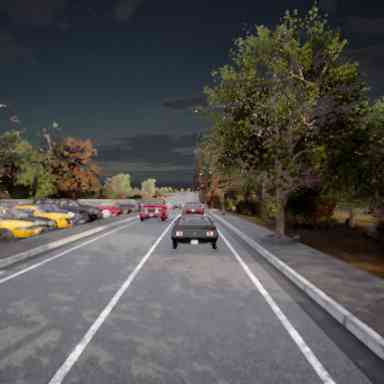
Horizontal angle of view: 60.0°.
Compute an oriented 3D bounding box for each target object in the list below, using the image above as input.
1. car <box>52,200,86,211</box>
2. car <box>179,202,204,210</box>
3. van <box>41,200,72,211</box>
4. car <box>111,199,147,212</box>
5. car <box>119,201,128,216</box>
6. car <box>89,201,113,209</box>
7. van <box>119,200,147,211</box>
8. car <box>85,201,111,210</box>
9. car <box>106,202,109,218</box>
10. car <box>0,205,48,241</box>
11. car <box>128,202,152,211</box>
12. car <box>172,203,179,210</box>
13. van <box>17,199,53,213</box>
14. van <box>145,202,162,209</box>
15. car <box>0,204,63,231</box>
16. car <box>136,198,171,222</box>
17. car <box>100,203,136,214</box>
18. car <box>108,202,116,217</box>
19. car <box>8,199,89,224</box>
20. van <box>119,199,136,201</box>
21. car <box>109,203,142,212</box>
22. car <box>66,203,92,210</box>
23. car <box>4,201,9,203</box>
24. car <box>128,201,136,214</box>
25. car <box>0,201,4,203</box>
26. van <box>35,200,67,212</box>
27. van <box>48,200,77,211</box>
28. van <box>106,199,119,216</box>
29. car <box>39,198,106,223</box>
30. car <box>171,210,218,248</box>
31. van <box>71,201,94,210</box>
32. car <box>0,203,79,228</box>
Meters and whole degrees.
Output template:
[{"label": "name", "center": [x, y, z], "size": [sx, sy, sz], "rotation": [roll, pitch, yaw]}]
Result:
[{"label": "car", "center": [-23.346, 2.559, 63.166], "size": [5.566, 2.045, 2.435], "rotation": [0, -2, 0]}, {"label": "car", "center": [0.108, 1.794, 32.922], "size": [2.097, 1.767, 4.553], "rotation": [0, -1, 0]}, {"label": "van", "center": [-23.495, 2.367, 57.754], "size": [4.442, 1.987, 1.878], "rotation": [0, -2, 0]}, {"label": "car", "center": [-10.329, 2.223, 54.826], "size": [5.566, 2.045, 2.435], "rotation": [0, -2, 0]}, {"label": "car", "center": [-10.319, 2.057, 38.184], "size": [5.008, 1.535, 2.097], "rotation": [0, -1, 0]}, {"label": "car", "center": [-23.329, 3.456, 85.435], "size": [5.566, 2.045, 2.435], "rotation": [0, -2, 0]}, {"label": "van", "center": [-10.182, 2.360, 57.599], "size": [4.442, 1.987, 1.878], "rotation": [0, -2, 0]}, {"label": "car", "center": [-23.331, 3.345, 82.667], "size": [5.566, 2.045, 2.435], "rotation": [0, -2, 0]}, {"label": "car", "center": [-10.350, 1.885, 29.858], "size": [4.792, 1.488, 2.163], "rotation": [0, -1, 0]}, {"label": "car", "center": [-10.146, 1.567, 15.995], "size": [5.366, 1.575, 1.946], "rotation": [0, -1, 0]}, {"label": "car", "center": [-10.261, 2.795, 65.917], "size": [4.553, 1.767, 2.185], "rotation": [0, -2, 0]}, {"label": "car", "center": [-3.253, 3.143, 71.431], "size": [2.033, 1.411, 5.357], "rotation": [0, -2, 0]}, {"label": "van", "center": [-23.268, 2.104, 49.463], "size": [4.442, 1.987, 1.878], "rotation": [0, -1, 0]}, {"label": "van", "center": [-10.389, 3.700, 90.887], "size": [4.442, 1.987, 1.878], "rotation": [0, -2, 0]}, {"label": "car", "center": [-10.334, 1.614, 18.764], "size": [4.892, 1.521, 2.231], "rotation": [0, -1, 0]}, {"label": "car", "center": [-3.342, 1.596, 30.082], "size": [2.150, 2.045, 5.566], "rotation": [0, -1, 0]}, {"label": "car", "center": [-10.310, 2.298, 46.509], "size": [4.674, 1.452, 2.002], "rotation": [0, -1, 0]}, {"label": "car", "center": [-10.321, 1.963, 32.632], "size": [4.674, 1.452, 2.002], "rotation": [0, -1, 0]}, {"label": "car", "center": [-10.356, 1.599, 24.315], "size": [4.553, 1.767, 2.185], "rotation": [0, -1, 0]}, {"label": "van", "center": [-10.188, 2.099, 49.291], "size": [4.442, 1.987, 1.878], "rotation": [0, -1, 0]}, {"label": "car", "center": [-10.332, 2.422, 52.066], "size": [4.792, 1.488, 2.163], "rotation": [0, -2, 0]}, {"label": "car", "center": [-23.367, 3.078, 68.815], "size": [4.674, 1.452, 2.002], "rotation": [0, -2, 0]}, {"label": "car", "center": [-23.388, 2.062, 38.381], "size": [5.008, 1.535, 2.097], "rotation": [0, -1, 0]}, {"label": "car", "center": [-10.280, 2.221, 43.733], "size": [4.792, 1.488, 2.163], "rotation": [0, -1, 0]}, {"label": "car", "center": [-23.391, 1.992, 35.486], "size": [5.008, 1.535, 2.097], "rotation": [0, -1, 0]}, {"label": "van", "center": [-23.264, 2.250, 54.853], "size": [4.442, 1.987, 1.878], "rotation": [0, -2, 0]}, {"label": "van", "center": [-23.493, 2.473, 60.397], "size": [4.442, 1.987, 1.878], "rotation": [0, -2, 0]}, {"label": "van", "center": [-10.433, 1.764, 35.414], "size": [4.442, 1.987, 1.878], "rotation": [0, -1, 0]}, {"label": "car", "center": [-10.294, 1.537, 27.089], "size": [5.566, 2.045, 2.435], "rotation": [0, -1, 0]}, {"label": "car", "center": [0.104, 1.703, 15.281], "size": [1.895, 1.301, 4.718], "rotation": [0, -1, 0]}, {"label": "van", "center": [-23.484, 2.919, 71.468], "size": [4.442, 1.987, 1.878], "rotation": [0, -2, 0]}, {"label": "car", "center": [-10.333, 1.664, 21.536], "size": [5.008, 1.535, 2.097], "rotation": [0, -1, 0]}]
